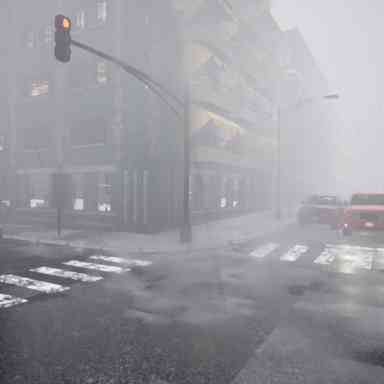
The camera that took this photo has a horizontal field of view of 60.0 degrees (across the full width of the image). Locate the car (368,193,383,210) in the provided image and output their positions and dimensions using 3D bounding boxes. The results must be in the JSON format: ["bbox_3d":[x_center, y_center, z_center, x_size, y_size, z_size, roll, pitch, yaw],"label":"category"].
[{"bbox_3d":[19.712,0.961,34.751,2.128,1.511,4.902,1,1,30],"label":"car"}]

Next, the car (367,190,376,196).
[{"bbox_3d":[44.187,0.280,81.983,1.802,1.307,4.206,2,2,30],"label":"car"}]

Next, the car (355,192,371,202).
[{"bbox_3d":[27.334,0.735,53.119,1.947,1.339,4.313,2,2,30],"label":"car"}]

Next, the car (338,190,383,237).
[{"bbox_3d":[8.782,0.998,16.261,2.150,2.045,5.566,1,1,30],"label":"car"}]

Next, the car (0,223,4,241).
[{"bbox_3d":[-10.059,1.582,14.762,4.206,1.307,1.802,0,0,31],"label":"car"}]

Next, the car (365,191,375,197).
[{"bbox_3d":[41.378,0.359,77.172,1.802,1.307,4.206,2,2,30],"label":"car"}]

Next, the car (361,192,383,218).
[{"bbox_3d":[14.546,0.964,26.039,2.097,1.767,4.553,1,1,31],"label":"car"}]

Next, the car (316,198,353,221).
[{"bbox_3d":[10.481,1.187,24.257,1.887,1.381,4.507,2,2,30],"label":"car"}]

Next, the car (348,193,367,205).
[{"bbox_3d":[21.717,0.893,43.499,1.947,1.339,4.313,2,2,30],"label":"car"}]

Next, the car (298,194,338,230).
[{"bbox_3d":[7.675,1.037,19.440,2.192,1.841,5.009,2,2,30],"label":"car"}]

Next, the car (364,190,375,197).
[{"bbox_3d":[38.570,0.400,72.362,1.887,1.381,4.507,2,2,30],"label":"car"}]
